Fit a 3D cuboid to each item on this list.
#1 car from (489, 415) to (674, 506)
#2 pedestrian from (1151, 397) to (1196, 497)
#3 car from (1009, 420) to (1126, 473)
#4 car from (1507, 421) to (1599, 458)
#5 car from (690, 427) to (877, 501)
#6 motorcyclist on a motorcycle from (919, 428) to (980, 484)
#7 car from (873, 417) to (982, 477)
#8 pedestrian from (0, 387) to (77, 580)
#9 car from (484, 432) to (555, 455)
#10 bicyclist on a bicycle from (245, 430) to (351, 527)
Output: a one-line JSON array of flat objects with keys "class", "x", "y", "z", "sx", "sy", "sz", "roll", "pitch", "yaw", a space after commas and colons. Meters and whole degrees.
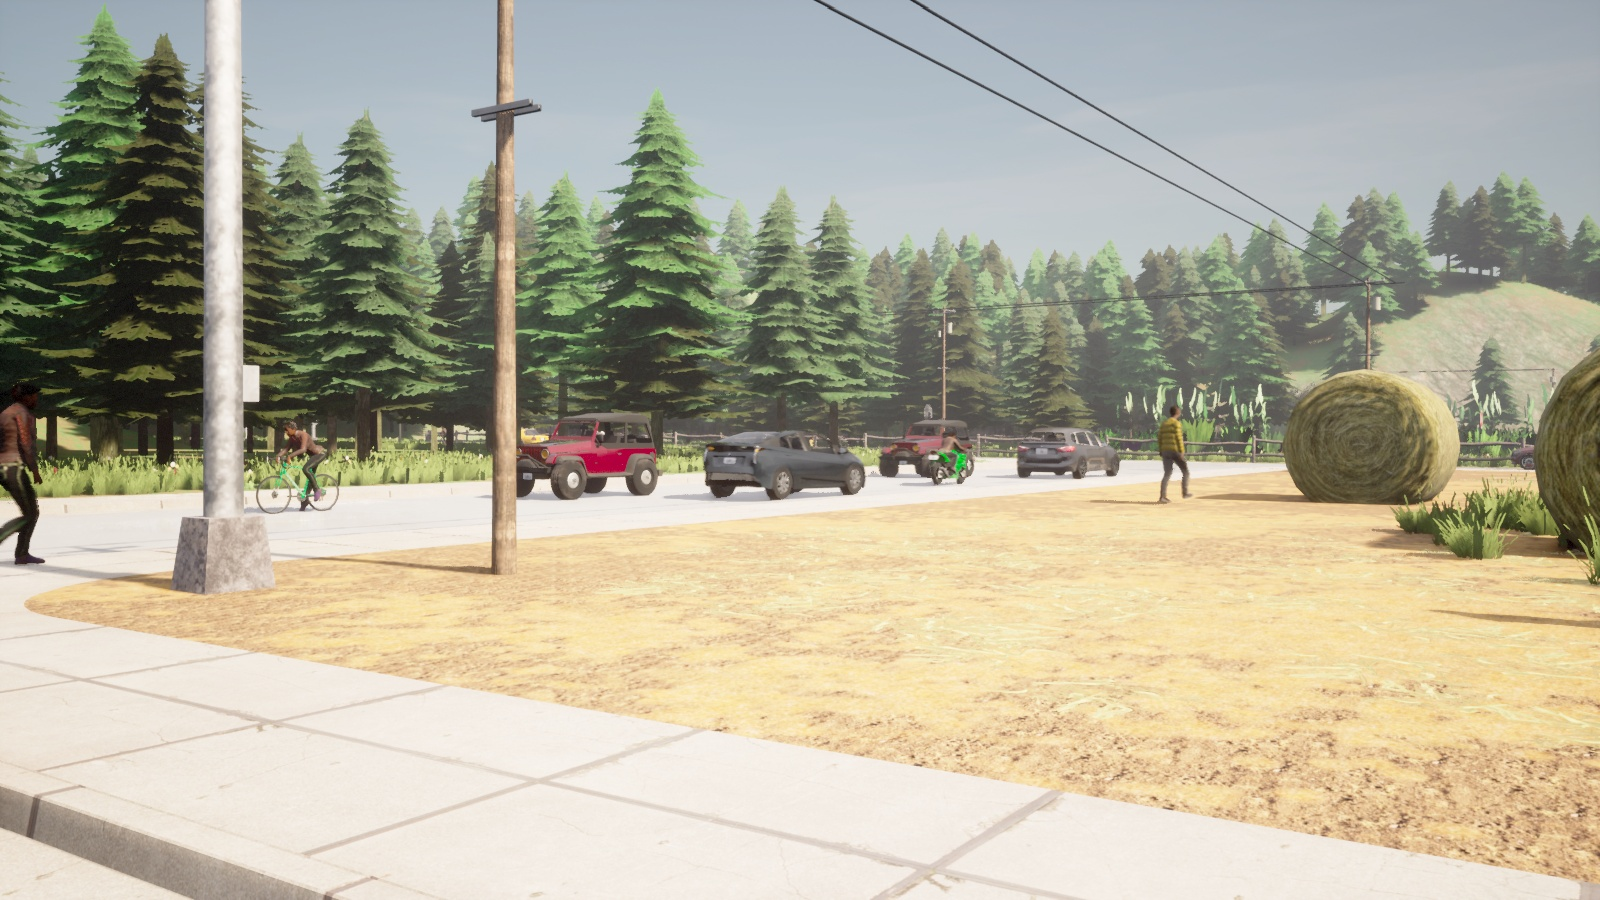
[{"class": "car", "x": -4.815, "y": 0.179, "z": 28.155, "sx": 1.905, "sy": 1.878, "sz": 3.866, "roll": 0, "pitch": 1, "yaw": 35}, {"class": "pedestrian", "x": 6.962, "y": -0.060, "z": 23.396, "sx": 0.709, "sy": 1.840, "sz": 0.431, "roll": -1, "pitch": 1, "yaw": -31}, {"class": "car", "x": 9.004, "y": -0.157, "z": 42.007, "sx": 2.242, "sy": 1.667, "sz": 4.611, "roll": 0, "pitch": 1, "yaw": 34}, {"class": "car", "x": 31.697, "y": -0.434, "z": 51.316, "sx": 4.674, "sy": 1.442, "sz": 1.812, "roll": 0, "pitch": 1, "yaw": 37}, {"class": "car", "x": -0.276, "y": 0.267, "z": 28.568, "sx": 2.007, "sy": 1.525, "sz": 4.514, "roll": 0, "pitch": 1, "yaw": 35}, {"class": "motorcyclist on a motorcycle", "x": 4.187, "y": 0.146, "z": 35.031, "sx": 0.797, "sy": 1.523, "sz": 2.044, "roll": 0, "pitch": 0, "yaw": 35}, {"class": "car", "x": 4.230, "y": -0.136, "z": 41.253, "sx": 1.905, "sy": 1.878, "sz": 3.866, "roll": 0, "pitch": 1, "yaw": 35}, {"class": "pedestrian", "x": -7.463, "y": 0.312, "z": 12.003, "sx": 0.328, "sy": 1.805, "sz": 0.869, "roll": 0, "pitch": 1, "yaw": 42}, {"class": "car", "x": -20.103, "y": -0.477, "z": 89.933, "sx": 5.366, "sy": 1.575, "sz": 1.801, "roll": 0, "pitch": 1, "yaw": 36}, {"class": "bicyclist on a bicycle", "x": -8.880, "y": 0.477, "z": 22.268, "sx": 0.582, "sy": 1.620, "sz": 1.656, "roll": 0, "pitch": 1, "yaw": 35}]
